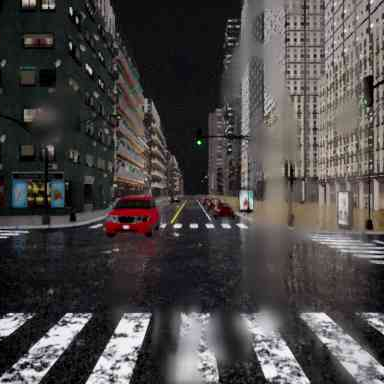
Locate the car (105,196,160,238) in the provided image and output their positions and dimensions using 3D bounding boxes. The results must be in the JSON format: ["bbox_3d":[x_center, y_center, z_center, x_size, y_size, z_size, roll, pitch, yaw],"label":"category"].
[{"bbox_3d":[-3.004,1.239,17.905,2.150,2.045,5.566,0,0,0],"label":"car"}]

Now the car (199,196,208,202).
[{"bbox_3d":[2.676,1.635,78.527,1.802,1.307,4.206,0,0,0],"label":"car"}]

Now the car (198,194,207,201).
[{"bbox_3d":[2.676,1.375,84.055,2.192,1.841,5.009,0,0,0],"label":"car"}]

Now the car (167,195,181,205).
[{"bbox_3d":[-3.016,1.503,60.718,1.994,1.385,4.181,0,0,0],"label":"car"}]

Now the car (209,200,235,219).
[{"bbox_3d":[2.690,1.592,28.778,1.802,1.307,4.206,0,0,0],"label":"car"}]

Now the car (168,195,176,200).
[{"bbox_3d":[-5.709,1.642,95.108,1.947,1.339,4.313,0,0,0],"label":"car"}]

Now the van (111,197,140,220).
[{"bbox_3d":[-5.689,1.351,28.777,1.690,1.788,3.998,0,0,0],"label":"van"}]

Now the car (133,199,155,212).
[{"bbox_3d":[-5.694,1.561,39.833,1.887,1.381,4.507,0,0,0],"label":"car"}]

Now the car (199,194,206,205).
[{"bbox_3d":[2.683,1.469,56.417,1.967,1.590,4.097,0,0,0],"label":"car"}]

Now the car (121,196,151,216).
[{"bbox_3d":[-5.690,1.328,34.305,2.192,1.841,5.009,0,0,0],"label":"car"}]

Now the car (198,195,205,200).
[{"bbox_3d":[2.671,1.658,95.110,1.802,1.307,4.206,0,0,0],"label":"car"}]

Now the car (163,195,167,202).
[{"bbox_3d":[-5.703,1.494,78.525,1.967,1.590,4.097,0,0,0],"label":"car"}]

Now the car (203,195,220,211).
[{"bbox_3d":[2.688,1.456,39.834,1.967,1.590,4.097,0,0,0],"label":"car"}]

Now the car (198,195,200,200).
[{"bbox_3d":[2.679,1.591,67.472,2.008,1.369,4.403,0,0,0],"label":"car"}]

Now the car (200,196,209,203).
[{"bbox_3d":[2.678,1.592,72.999,1.887,1.381,4.507,0,0,0],"label":"car"}]
